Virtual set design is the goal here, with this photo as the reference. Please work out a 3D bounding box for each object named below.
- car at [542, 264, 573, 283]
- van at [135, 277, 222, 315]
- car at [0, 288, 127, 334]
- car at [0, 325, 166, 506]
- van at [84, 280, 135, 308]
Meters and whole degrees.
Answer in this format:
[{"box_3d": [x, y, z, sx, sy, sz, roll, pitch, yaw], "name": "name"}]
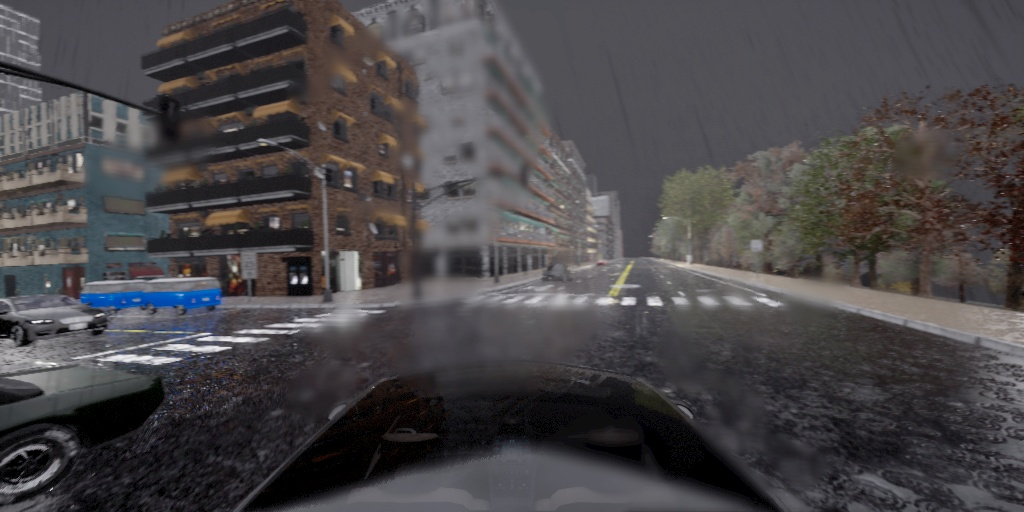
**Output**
[{"box_3d": [3.755, 1.416, 29.259, 1.837, 1.490, 4.892, -2, 1, 19], "name": "car"}, {"box_3d": [-17.074, 2.029, 18.567, 3.998, 1.789, 1.690, 0, 0, 18], "name": "van"}, {"box_3d": [-16.096, 2.080, 12.144, 4.902, 1.511, 2.128, -3, -1, 18], "name": "car"}, {"box_3d": [-5.614, 1.550, 2.230, 1.895, 1.301, 4.718, -2, -1, 19], "name": "car"}, {"box_3d": [-22.387, 2.287, 20.328, 3.998, 1.789, 1.690, 0, 0, 18], "name": "van"}]
